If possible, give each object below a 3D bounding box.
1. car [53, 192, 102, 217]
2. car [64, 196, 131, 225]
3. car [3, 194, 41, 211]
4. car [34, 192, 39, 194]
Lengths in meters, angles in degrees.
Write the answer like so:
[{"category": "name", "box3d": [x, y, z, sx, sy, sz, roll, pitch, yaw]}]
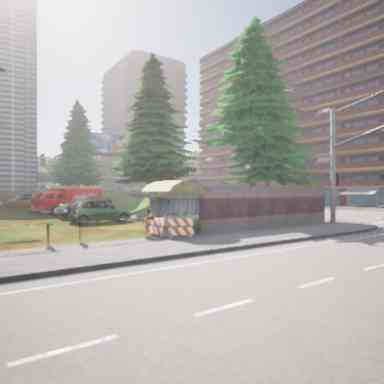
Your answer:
[{"category": "car", "box3d": [-8.163, 1.152, 26.458, 4.605, 1.855, 1.932, 0, 0, -35]}, {"category": "car", "box3d": [-6.143, 1.322, 22.406, 3.988, 1.617, 1.851, 0, 0, -35]}, {"category": "car", "box3d": [-23.206, 1.378, 45.042, 4.193, 1.474, 1.816, 0, 0, -35]}, {"category": "car", "box3d": [-24.482, 1.187, 47.564, 3.866, 1.878, 1.905, 0, 0, -35]}]
